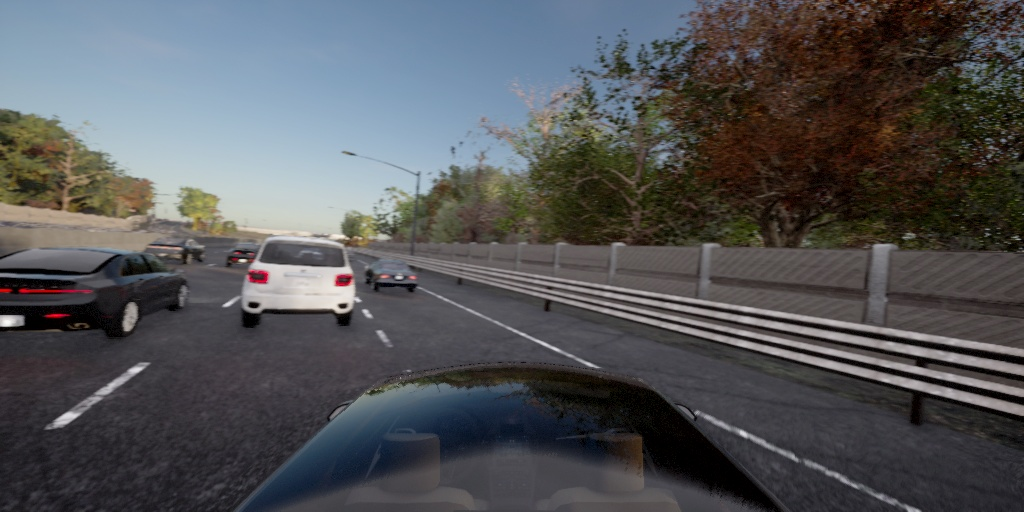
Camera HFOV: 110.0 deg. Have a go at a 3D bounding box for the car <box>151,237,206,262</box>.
[{"bbox_3d":[-19.856,-0.340,21.323,2.128,1.511,4.902,5,0,-29],"label":"car"}]

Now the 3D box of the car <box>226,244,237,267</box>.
[{"bbox_3d":[-16.814,-0.053,23.035,1.837,1.490,4.892,5,0,-29],"label":"car"}]

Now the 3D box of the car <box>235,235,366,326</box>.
[{"bbox_3d":[-5.594,0.538,9.695,2.150,2.045,5.566,5,0,-29],"label":"car"}]

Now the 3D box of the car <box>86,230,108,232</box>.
[{"bbox_3d":[-38.007,-1.712,32.444,1.895,1.301,4.718,5,0,-28],"label":"car"}]

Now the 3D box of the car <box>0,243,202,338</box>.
[{"bbox_3d":[-8.200,0.582,7.159,1.837,1.490,4.892,5,-1,-29],"label":"car"}]

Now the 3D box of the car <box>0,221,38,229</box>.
[{"bbox_3d":[-39.611,-1.991,28.085,2.128,1.511,4.902,5,0,-28],"label":"car"}]

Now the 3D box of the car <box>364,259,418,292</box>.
[{"bbox_3d":[-6.013,0.881,17.536,2.033,1.411,5.357,5,0,-28],"label":"car"}]
